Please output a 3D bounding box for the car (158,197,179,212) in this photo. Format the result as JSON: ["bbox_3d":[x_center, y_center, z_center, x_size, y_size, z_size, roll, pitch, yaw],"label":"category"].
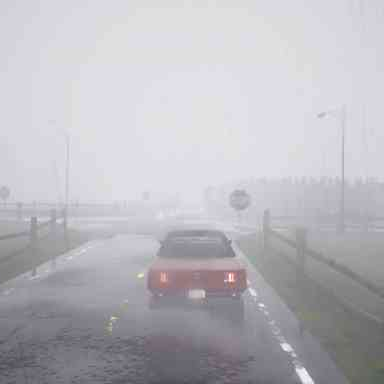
[{"bbox_3d":[-2.888,1.582,39.326,1.994,1.385,4.181,0,0,-1],"label":"car"}]

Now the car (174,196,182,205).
[{"bbox_3d":[-2.886,1.577,49.578,2.033,1.411,5.357,0,0,0],"label":"car"}]

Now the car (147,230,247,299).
[{"bbox_3d":[0.094,1.602,8.376,1.895,1.301,4.718,0,0,0],"label":"car"}]

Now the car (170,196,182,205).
[{"bbox_3d":[-2.878,1.520,60.041,1.882,1.535,5.008,0,0,1],"label":"car"}]

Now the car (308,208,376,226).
[{"bbox_3d":[11.484,1.922,25.922,4.718,1.301,1.895,1,-1,3],"label":"car"}]
